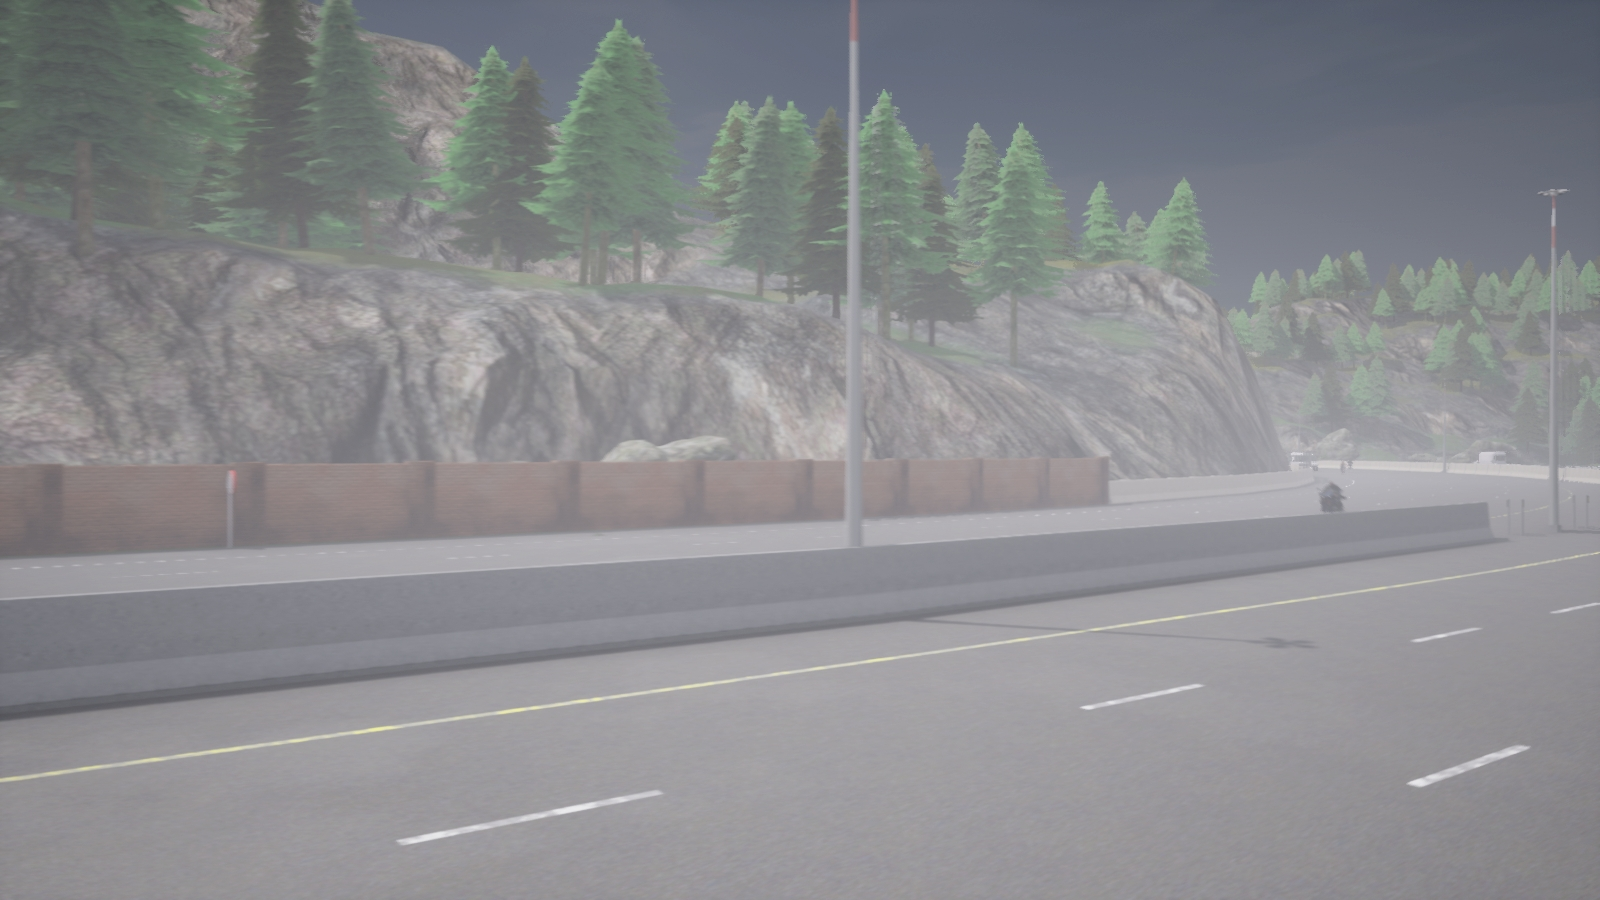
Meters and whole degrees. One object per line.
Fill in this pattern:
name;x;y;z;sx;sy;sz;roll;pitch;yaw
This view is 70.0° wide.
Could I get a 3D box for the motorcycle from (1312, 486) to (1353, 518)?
motorcycle;22.630;2.200;48.528;2.209;1.251;0.867;0;-1;-45
